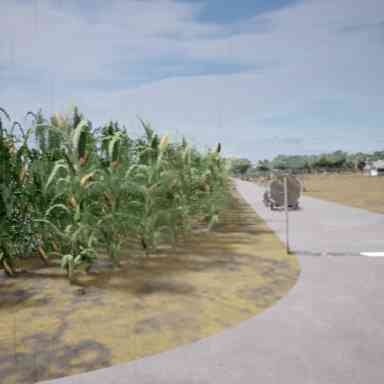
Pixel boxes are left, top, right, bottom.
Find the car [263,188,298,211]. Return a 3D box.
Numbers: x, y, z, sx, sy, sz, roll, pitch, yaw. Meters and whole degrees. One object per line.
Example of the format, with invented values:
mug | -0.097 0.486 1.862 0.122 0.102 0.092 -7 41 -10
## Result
car | 6.225 0.418 23.747 2.128 1.511 4.902 -2 2 6
